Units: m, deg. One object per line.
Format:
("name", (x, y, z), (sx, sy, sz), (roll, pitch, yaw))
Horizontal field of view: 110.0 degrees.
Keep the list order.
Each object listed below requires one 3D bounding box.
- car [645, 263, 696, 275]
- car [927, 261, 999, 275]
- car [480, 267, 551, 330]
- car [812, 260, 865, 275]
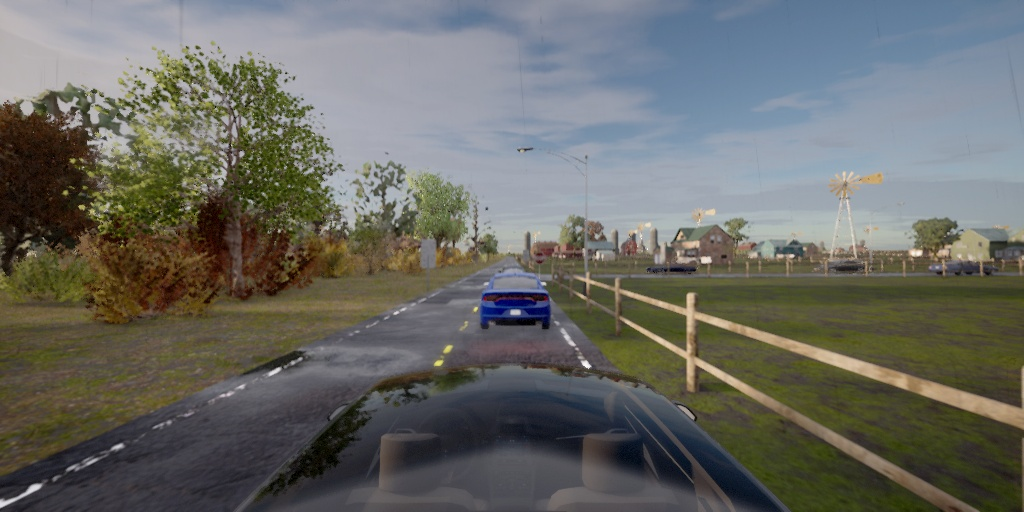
("car", (16.654, 1.376, 37.935), (4.718, 1.301, 1.895), (0, -1, -1))
("car", (44.603, 1.169, 35.523), (5.357, 1.411, 2.033), (0, -1, 0))
("car", (0.097, 1.255, 11.282), (1.882, 1.535, 5.008), (0, -1, 0))
("car", (34.864, 1.201, 38.243), (4.892, 1.490, 1.837), (-1, -1, -1))
